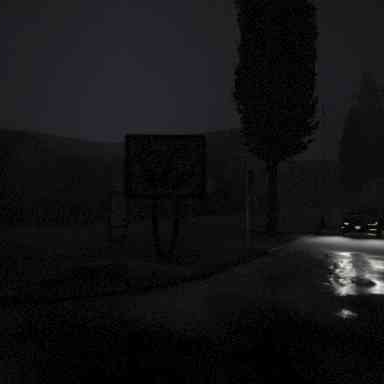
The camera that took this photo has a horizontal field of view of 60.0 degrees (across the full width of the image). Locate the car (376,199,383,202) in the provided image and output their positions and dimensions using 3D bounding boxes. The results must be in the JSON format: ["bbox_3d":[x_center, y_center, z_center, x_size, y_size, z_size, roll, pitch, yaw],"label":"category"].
[{"bbox_3d":[15.912,1.352,27.295,2.097,1.767,4.553,0,0,35],"label":"car"}]

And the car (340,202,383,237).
[{"bbox_3d":[9.550,1.504,18.343,1.837,1.490,4.892,0,0,35],"label":"car"}]
